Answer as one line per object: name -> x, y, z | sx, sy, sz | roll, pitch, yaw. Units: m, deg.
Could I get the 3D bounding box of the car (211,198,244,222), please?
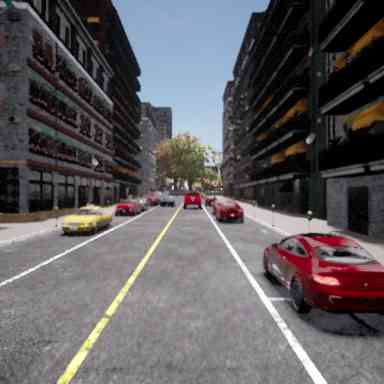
car -> 2.696, 1.380, 24.285 | 1.887, 1.381, 4.507 | 1, 0, 0

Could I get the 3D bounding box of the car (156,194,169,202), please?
car -> -5.664, 1.120, 64.094 | 2.008, 1.369, 4.403 | 1, 0, 0

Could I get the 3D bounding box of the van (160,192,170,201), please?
van -> -5.662, 0.872, 69.789 | 1.690, 1.788, 3.998 | 1, 0, 0

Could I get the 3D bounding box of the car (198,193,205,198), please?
car -> 2.675, 0.925, 92.640 | 1.887, 1.381, 4.507 | 1, 0, 0

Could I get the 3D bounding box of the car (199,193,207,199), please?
car -> 2.679, 0.979, 81.416 | 1.752, 1.417, 4.829 | 1, 0, 0

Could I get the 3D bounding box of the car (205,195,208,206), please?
car -> 2.689, 1.227, 47.069 | 1.887, 1.381, 4.507 | 1, 0, 0

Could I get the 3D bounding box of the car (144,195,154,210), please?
car -> -5.655, 1.310, 35.613 | 2.008, 1.369, 4.403 | 1, 0, 0

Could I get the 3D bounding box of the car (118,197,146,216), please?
car -> -5.654, 1.342, 29.917 | 1.887, 1.381, 4.507 | 1, 0, 0

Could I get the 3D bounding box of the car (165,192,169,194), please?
car -> -5.660, 1.047, 58.397 | 1.967, 1.590, 4.097 | 1, 0, 0

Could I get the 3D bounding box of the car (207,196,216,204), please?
car -> 2.693, 1.342, 29.981 | 1.887, 1.381, 4.507 | 1, 0, 0

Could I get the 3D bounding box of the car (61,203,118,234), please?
car -> -5.656, 1.401, 18.353 | 1.752, 1.417, 4.829 | 1, 0, 0

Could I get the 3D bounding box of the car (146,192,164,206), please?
car -> -5.654, 0.998, 47.004 | 2.192, 1.841, 5.009 | 1, 0, 0

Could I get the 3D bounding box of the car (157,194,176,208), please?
car -> -3.105, 1.307, 43.495 | 1.895, 1.301, 4.718 | 0, 0, 0

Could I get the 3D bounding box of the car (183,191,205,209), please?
car -> 0.088, 0.947, 40.920 | 2.150, 2.045, 5.566 | 0, 1, 0

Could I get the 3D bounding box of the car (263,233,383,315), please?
car -> 2.700, 1.533, 7.196 | 1.802, 1.307, 4.206 | 1, 0, 0
